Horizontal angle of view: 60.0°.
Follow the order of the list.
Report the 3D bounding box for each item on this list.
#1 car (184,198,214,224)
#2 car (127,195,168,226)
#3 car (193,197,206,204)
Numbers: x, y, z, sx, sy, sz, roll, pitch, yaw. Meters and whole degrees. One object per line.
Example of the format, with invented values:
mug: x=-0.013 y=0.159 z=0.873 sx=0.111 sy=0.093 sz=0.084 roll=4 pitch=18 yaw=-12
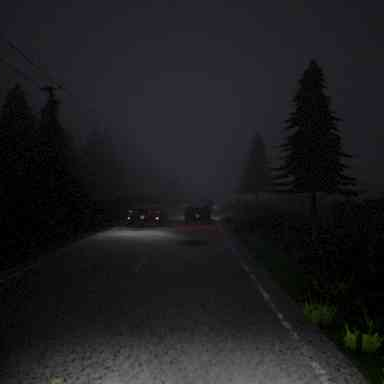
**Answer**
car: x=0.494 y=1.474 z=25.025 sx=1.882 sy=1.535 sz=5.008 roll=0 pitch=0 yaw=3
car: x=-2.982 y=1.218 z=23.516 sx=2.150 sy=2.045 sz=5.566 roll=0 pitch=0 yaw=3
car: x=1.469 y=1.590 z=64.610 sx=1.895 sy=1.301 sz=4.718 roll=0 pitch=0 yaw=10
